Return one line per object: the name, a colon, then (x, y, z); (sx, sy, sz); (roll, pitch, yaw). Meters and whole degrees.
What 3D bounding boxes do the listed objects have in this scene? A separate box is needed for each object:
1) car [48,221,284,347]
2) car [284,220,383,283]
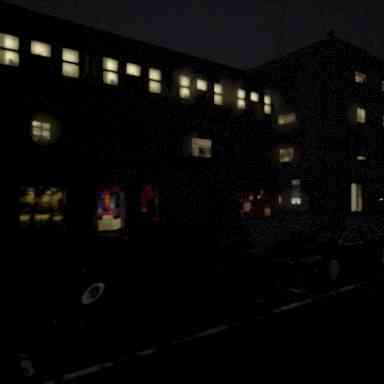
car: (-0.462, 1.424, 6.234); (4.097, 1.590, 1.967); (0, 0, -35)
car: (4.035, 1.508, 9.441); (4.403, 1.369, 2.008); (0, 0, -36)
